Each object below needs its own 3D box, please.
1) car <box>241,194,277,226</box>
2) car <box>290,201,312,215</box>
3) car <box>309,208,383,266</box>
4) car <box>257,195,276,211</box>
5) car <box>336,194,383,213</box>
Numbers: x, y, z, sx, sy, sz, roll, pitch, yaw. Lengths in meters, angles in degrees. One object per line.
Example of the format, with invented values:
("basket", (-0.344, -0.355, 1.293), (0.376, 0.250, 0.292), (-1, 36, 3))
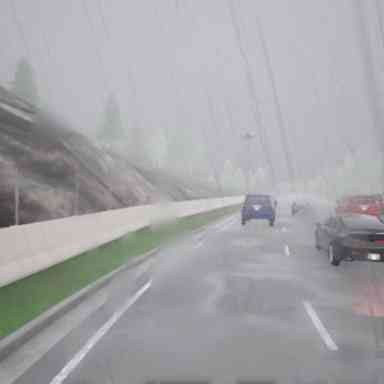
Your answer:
("car", (4.782, 1.178, 23.695), (2.150, 2.045, 5.566), (0, 0, 14))
("car", (10.872, 1.578, 33.271), (1.895, 1.301, 4.718), (0, 0, 15))
("car", (5.447, 1.509, 11.424), (1.837, 1.490, 4.892), (0, 0, 12))
("car", (9.299, 1.291, 41.135), (2.097, 1.767, 4.553), (0, 0, 15))
("car", (12.416, 1.235, 25.268), (2.150, 2.045, 5.566), (0, 0, 15))
